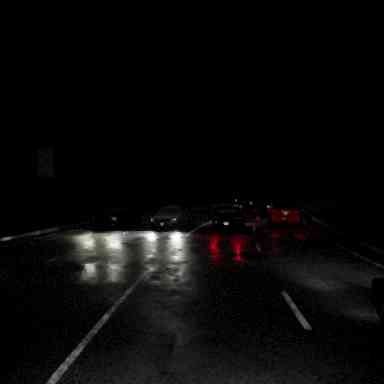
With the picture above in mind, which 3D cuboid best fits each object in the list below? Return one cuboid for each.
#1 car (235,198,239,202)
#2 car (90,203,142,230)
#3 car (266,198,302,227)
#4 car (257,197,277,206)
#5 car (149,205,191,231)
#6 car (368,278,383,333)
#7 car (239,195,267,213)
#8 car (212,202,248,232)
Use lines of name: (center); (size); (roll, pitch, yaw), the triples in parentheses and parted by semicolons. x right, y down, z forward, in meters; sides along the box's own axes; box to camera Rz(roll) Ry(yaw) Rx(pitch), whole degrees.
car: (9.375, 1.504, 59.731); (2.097, 1.767, 4.553); (0, 0, 30)
car: (-4.802, 1.506, 21.672); (1.882, 1.535, 5.008); (0, 0, 11)
car: (6.620, 1.430, 23.985); (2.097, 1.767, 4.553); (0, 0, 12)
car: (13.647, 1.725, 60.182); (2.033, 1.411, 5.357); (0, 0, 31)
car: (-1.285, 1.567, 21.351); (1.812, 1.442, 4.674); (0, 0, 11)
car: (3.769, 1.619, 3.368); (1.895, 1.301, 4.718); (0, 0, 2)
car: (7.348, 1.333, 38.676); (2.150, 2.045, 5.566); (0, 0, 20)
car: (2.317, 1.579, 20.636); (1.812, 1.442, 4.674); (0, 0, 11)
